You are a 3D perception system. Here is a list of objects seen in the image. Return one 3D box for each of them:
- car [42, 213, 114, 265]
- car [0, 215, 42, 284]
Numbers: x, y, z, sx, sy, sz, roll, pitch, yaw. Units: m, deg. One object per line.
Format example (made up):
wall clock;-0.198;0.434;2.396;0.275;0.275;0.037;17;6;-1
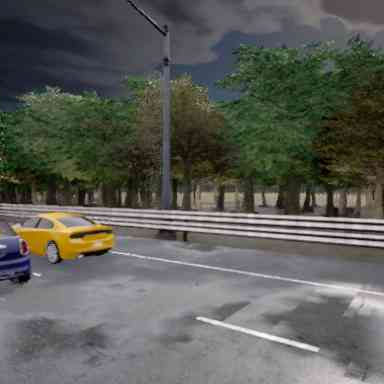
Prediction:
car;-4.948;1.493;11.914;5.008;1.535;1.882;0;0;36
car;-6.094;1.362;8.423;4.553;1.767;2.097;0;0;36
